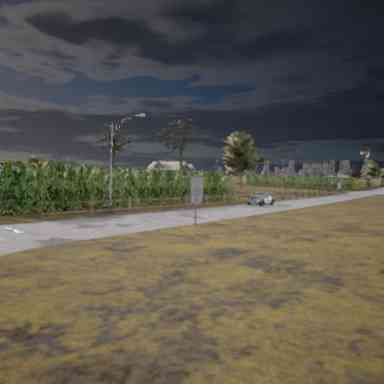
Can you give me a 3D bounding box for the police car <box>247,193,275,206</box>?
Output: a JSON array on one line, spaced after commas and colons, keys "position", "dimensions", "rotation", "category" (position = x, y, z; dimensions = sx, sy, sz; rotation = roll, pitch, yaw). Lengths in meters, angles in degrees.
[{"position": [8.550, 0.931, 41.562], "dimensions": [2.038, 1.542, 4.974], "rotation": [4, 3, 36], "category": "police car"}]
